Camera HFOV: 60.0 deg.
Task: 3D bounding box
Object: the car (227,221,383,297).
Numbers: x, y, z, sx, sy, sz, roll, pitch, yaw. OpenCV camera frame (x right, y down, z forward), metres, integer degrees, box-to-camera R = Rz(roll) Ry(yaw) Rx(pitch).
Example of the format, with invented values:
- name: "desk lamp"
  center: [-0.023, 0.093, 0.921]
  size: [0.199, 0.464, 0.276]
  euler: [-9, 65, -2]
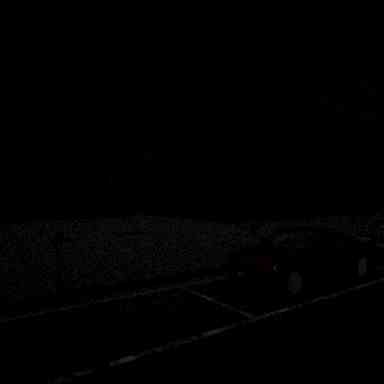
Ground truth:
- name: "car"
  center: [2.907, 1.565, 8.614]
  size: [4.507, 1.381, 1.887]
  euler: [0, 0, -36]
